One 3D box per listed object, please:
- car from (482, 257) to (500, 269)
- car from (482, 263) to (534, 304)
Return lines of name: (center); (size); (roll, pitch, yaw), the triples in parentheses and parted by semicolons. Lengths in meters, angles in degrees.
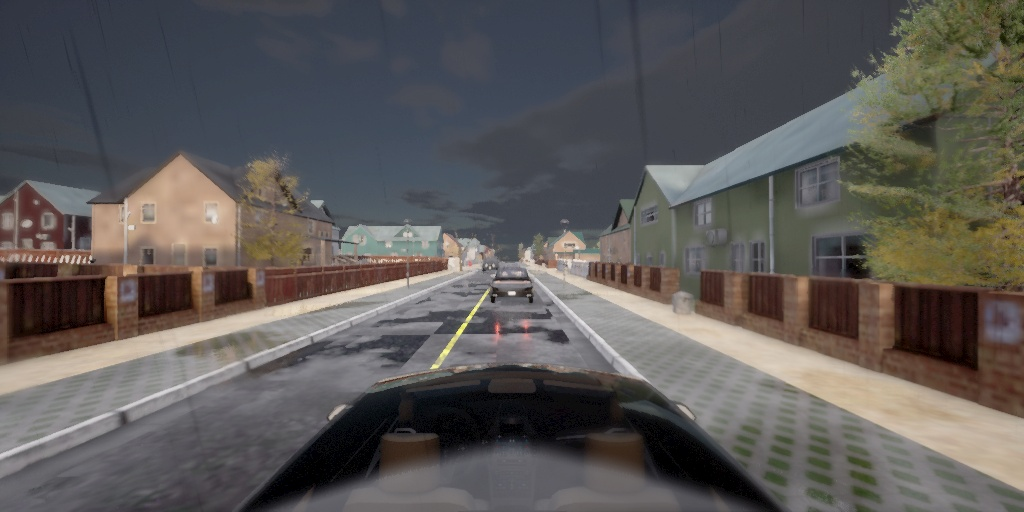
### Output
car: (-2.750, 1.150, 47.479); (2.150, 2.045, 5.566); (0, 0, 0)
car: (0.000, 1.255, 16.503); (2.128, 1.511, 4.902); (0, 0, 0)
